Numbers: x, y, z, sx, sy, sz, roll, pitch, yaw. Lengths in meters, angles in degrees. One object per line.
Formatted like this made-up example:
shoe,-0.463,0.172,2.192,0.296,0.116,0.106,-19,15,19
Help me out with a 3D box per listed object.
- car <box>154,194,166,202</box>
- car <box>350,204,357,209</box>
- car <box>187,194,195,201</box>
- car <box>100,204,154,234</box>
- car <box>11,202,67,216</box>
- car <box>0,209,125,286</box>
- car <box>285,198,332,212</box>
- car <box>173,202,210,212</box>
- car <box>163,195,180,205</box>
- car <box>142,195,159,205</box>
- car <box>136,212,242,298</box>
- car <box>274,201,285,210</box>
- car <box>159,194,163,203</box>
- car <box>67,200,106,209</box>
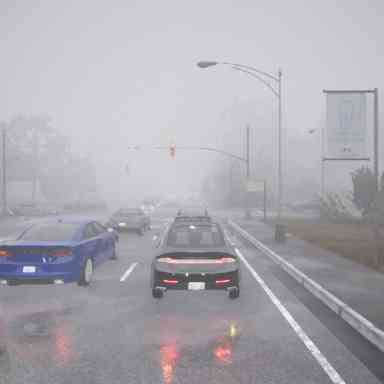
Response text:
car,-7.267,1.355,75.875,2.097,1.767,4.553,0,0,0
car,22.589,1.542,41.133,5.357,1.411,2.033,0,0,3
car,-0.302,1.518,85.673,2.128,1.511,4.902,0,0,0
car,-3.463,1.564,18.464,1.994,1.385,4.181,0,0,0
car,-14.474,1.601,31.102,4.718,1.301,1.895,0,0,23
car,-3.431,1.478,9.472,1.882,1.535,5.008,0,0,0
car,13.570,1.526,38.103,4.674,1.442,1.812,0,0,3
car,0.038,1.478,17.964,1.882,1.535,5.008,0,0,0
car,-3.588,1.525,58.240,1.812,1.442,4.674,0,0,0
car,-7.278,1.505,56.583,1.837,1.490,4.892,0,0,0
car,0.073,1.491,8.468,2.128,1.511,4.902,0,0,0
car,12.852,1.491,41.661,4.902,1.511,2.128,0,0,3
car,-7.261,1.505,65.951,1.837,1.490,4.892,0,0,0
car,-11.959,1.601,37.543,4.718,1.301,1.895,0,0,-19
